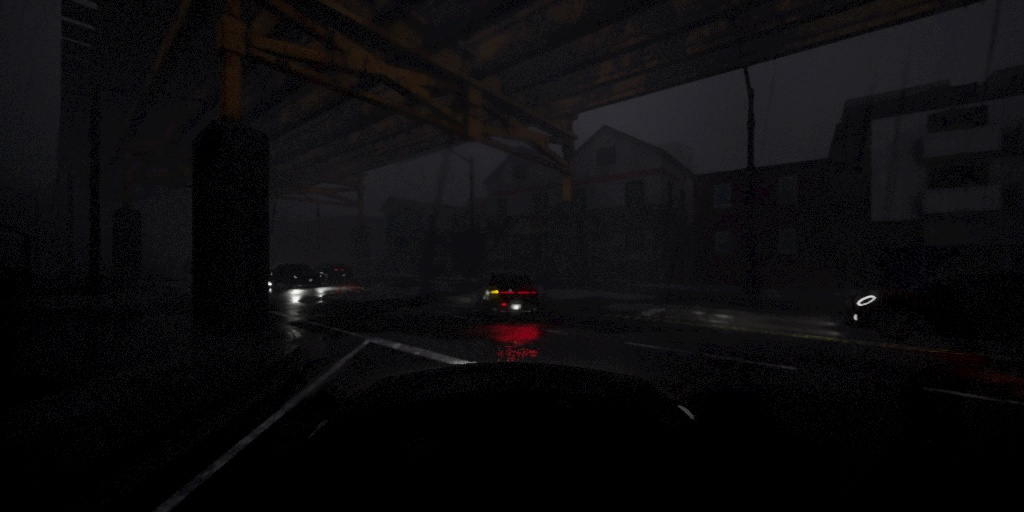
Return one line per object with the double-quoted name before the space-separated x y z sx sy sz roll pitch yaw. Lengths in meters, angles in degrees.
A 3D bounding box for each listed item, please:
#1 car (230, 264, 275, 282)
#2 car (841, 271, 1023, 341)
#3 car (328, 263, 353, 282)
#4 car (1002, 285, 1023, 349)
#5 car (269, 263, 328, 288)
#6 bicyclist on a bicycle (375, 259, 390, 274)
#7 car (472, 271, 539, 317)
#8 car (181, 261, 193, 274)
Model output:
"car" -21.910 1.374 30.155 4.718 1.301 1.895 0 0 39
"car" 10.920 1.136 8.528 4.553 1.767 2.097 0 0 39
"car" -14.868 1.275 29.226 4.902 1.511 2.128 0 0 39
"car" 11.228 1.323 4.631 5.357 1.411 2.033 0 0 36
"car" -14.700 1.278 24.360 4.892 1.490 1.837 0 0 39
"bicyclist on a bicycle" -13.546 1.106 37.507 0.582 1.620 1.656 0 0 39
"car" -0.336 1.281 13.341 1.837 1.490 4.892 1 0 -11
"car" -35.896 1.276 40.838 4.892 1.490 1.837 0 0 34
